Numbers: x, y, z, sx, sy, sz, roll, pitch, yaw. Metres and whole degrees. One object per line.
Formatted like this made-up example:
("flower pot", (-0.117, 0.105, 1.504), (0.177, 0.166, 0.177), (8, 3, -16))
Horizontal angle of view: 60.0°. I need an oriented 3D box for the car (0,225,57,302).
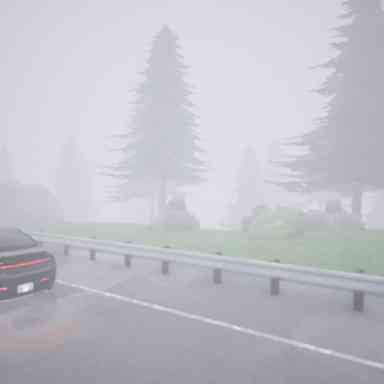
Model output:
("car", (-5.036, 1.499, 7.448), (4.892, 1.490, 1.837), (0, 0, 35))
